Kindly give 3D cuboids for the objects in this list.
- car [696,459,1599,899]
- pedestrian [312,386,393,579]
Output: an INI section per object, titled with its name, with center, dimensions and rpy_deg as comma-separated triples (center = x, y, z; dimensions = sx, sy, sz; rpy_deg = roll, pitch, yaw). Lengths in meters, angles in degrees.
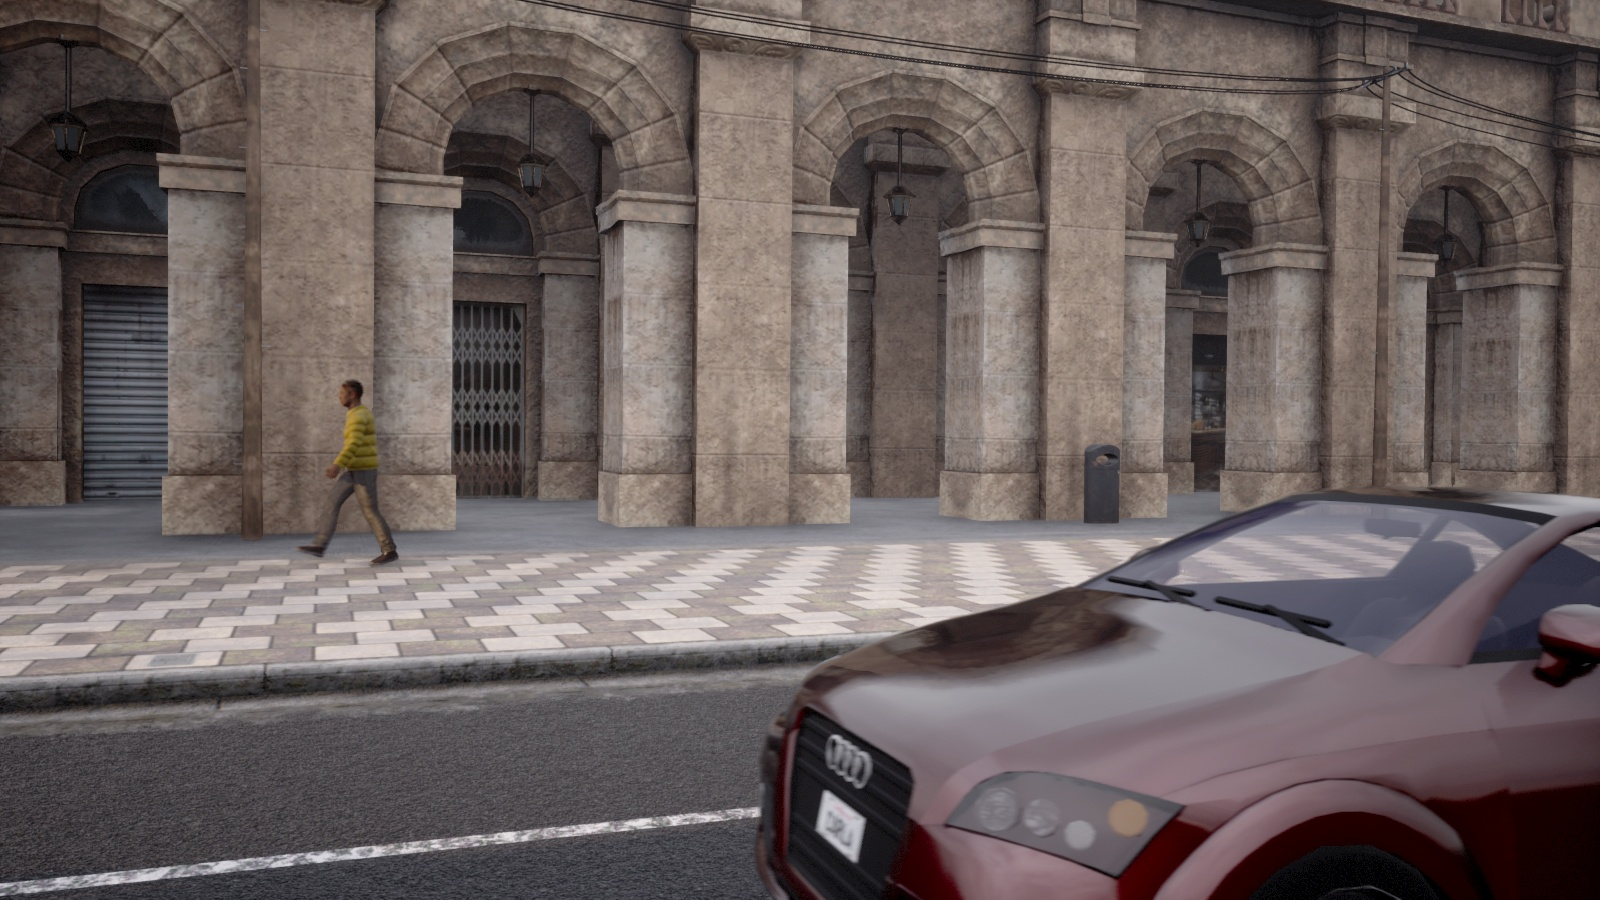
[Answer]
[car]
center = 1.965, 0.776, 3.978
dimensions = 4.181, 1.385, 1.994
rpy_deg = -1, 1, -20
[pedestrian]
center = -4.381, 0.302, 12.302
dimensions = 0.709, 1.840, 0.431
rpy_deg = -1, 1, -21
